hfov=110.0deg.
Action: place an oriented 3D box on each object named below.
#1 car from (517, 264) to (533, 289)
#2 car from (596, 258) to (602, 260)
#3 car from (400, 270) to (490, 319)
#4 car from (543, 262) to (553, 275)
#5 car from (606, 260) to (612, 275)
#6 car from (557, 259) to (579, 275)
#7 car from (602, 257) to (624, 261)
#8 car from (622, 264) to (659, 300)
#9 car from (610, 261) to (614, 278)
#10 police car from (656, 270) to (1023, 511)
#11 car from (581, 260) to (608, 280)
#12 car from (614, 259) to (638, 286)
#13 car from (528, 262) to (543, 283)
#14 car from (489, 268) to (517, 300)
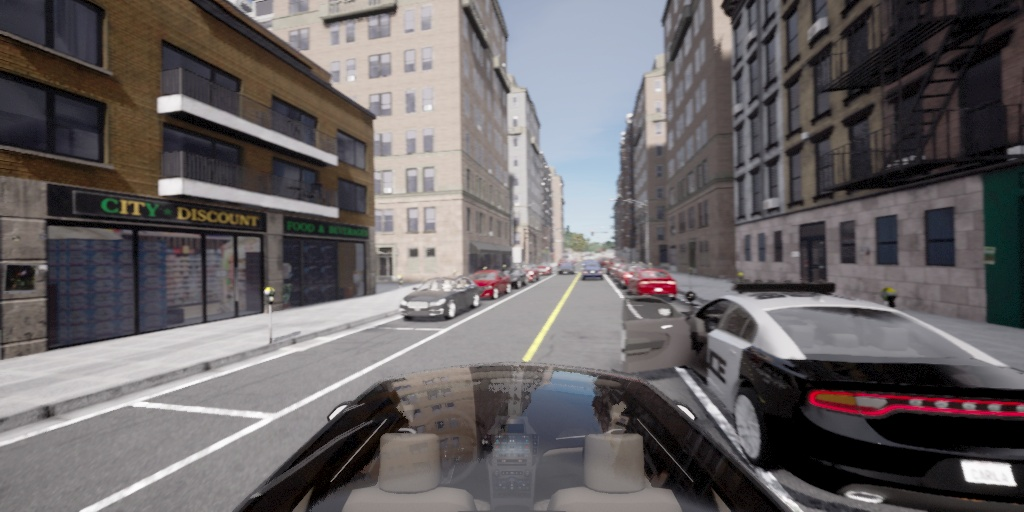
[{"bbox_3d":[-0.050,1.462,24.359,1.948,1.339,4.313,0,0,12],"label":"car"},{"bbox_3d":[9.277,1.319,41.948,1.882,1.535,5.008,-1,0,12],"label":"car"},{"bbox_3d":[-2.467,1.419,13.255,2.007,1.370,4.403,0,0,12],"label":"car"},{"bbox_3d":[3.576,1.377,41.016,1.967,1.591,4.097,0,0,12],"label":"car"},{"bbox_3d":[10.208,1.324,33.758,2.007,1.370,4.403,0,0,12],"label":"car"},{"bbox_3d":[6.420,1.440,41.829,2.033,1.411,5.357,-1,0,13],"label":"car"},{"bbox_3d":[11.416,1.102,39.311,2.192,1.841,5.009,0,0,12],"label":"car"},{"bbox_3d":[6.582,1.277,17.101,1.888,1.381,4.507,0,0,12],"label":"car"},{"bbox_3d":[8.999,1.305,28.206,1.888,1.381,4.507,0,0,12],"label":"car"},{"bbox_3d":[3.469,1.133,4.732,1.930,1.638,5.238,-1,0,12],"label":"police car"},{"bbox_3d":[7.110,1.363,31.641,2.033,1.411,5.357,-1,0,13],"label":"car"},{"bbox_3d":[7.791,1.186,22.654,1.967,1.591,4.097,0,0,12],"label":"car"},{"bbox_3d":[1.159,1.350,29.912,1.967,1.591,4.097,0,0,12],"label":"car"},{"bbox_3d":[-1.258,1.428,18.807,1.888,1.381,4.507,0,0,12],"label":"car"}]
